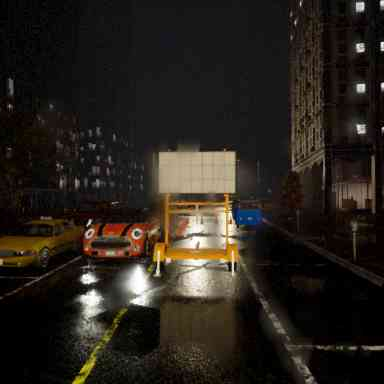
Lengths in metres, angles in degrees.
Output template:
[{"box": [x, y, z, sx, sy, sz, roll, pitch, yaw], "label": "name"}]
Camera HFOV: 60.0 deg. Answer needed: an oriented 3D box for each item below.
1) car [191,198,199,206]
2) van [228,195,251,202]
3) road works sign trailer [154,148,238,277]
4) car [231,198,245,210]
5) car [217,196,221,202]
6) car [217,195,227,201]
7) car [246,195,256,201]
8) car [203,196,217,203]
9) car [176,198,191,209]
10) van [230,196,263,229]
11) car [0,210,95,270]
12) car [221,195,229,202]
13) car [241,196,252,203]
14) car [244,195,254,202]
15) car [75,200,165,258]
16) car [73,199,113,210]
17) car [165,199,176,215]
[{"box": [0.119, 1.620, 56.654, 1.802, 1.307, 4.206, 1, 0, 11], "label": "car"}, {"box": [4.070, 1.346, 27.387, 1.690, 1.788, 3.998, 1, 0, 6], "label": "van"}, {"box": [0.162, 0.468, 10.247, 2.380, 3.560, 2.880, 0, 0, 3], "label": "road works sign trailer"}, {"box": [6.273, 1.532, 45.122, 1.752, 1.417, 4.829, 1, 0, 9], "label": "car"}, {"box": [5.007, 1.587, 78.270, 1.752, 1.417, 4.829, 1, 0, 15], "label": "car"}, {"box": [8.035, 1.624, 88.976, 2.008, 1.369, 4.403, 1, 0, 17], "label": "car"}, {"box": [14.997, 1.570, 84.266, 1.887, 1.381, 4.507, 1, 0, 17], "label": "car"}, {"box": [3.690, 1.621, 73.107, 1.947, 1.339, 4.313, 1, 0, 14], "label": "car"}, {"box": [-1.785, 1.597, 45.469, 1.947, 1.339, 4.313, 1, 0, 9], "label": "car"}, {"box": [3.573, 1.345, 21.545, 1.690, 1.788, 3.998, 1, 0, 4], "label": "van"}, {"box": [-5.052, 1.533, 11.220, 1.752, 1.417, 4.829, 1, 0, 2], "label": "car"}, {"box": [8.497, 1.599, 81.292, 2.033, 1.411, 5.357, 0, 0, 15], "label": "car"}, {"box": [12.011, 1.584, 73.337, 1.947, 1.339, 4.313, 1, 0, 14], "label": "car"}, {"box": [13.462, 1.462, 78.836, 1.967, 1.590, 4.097, 1, 0, 16], "label": "car"}, {"box": [-2.481, 1.359, 12.756, 2.097, 1.767, 4.553, 0, 0, 3], "label": "car"}, {"box": [-4.762, 1.327, 17.049, 2.192, 1.841, 5.009, 1, 0, 3], "label": "car"}, {"box": [-3.287, 1.590, 34.167, 1.947, 1.339, 4.313, 1, 0, 6], "label": "car"}]
